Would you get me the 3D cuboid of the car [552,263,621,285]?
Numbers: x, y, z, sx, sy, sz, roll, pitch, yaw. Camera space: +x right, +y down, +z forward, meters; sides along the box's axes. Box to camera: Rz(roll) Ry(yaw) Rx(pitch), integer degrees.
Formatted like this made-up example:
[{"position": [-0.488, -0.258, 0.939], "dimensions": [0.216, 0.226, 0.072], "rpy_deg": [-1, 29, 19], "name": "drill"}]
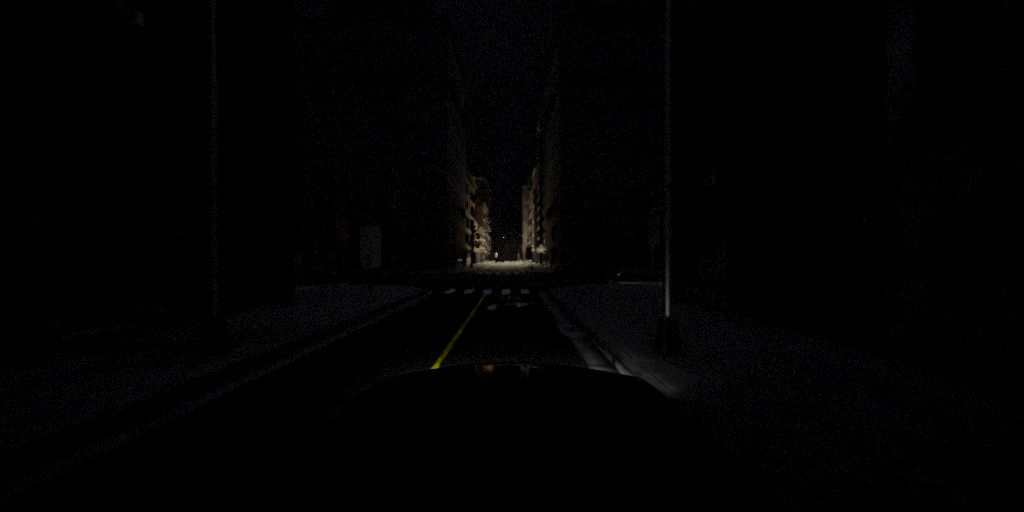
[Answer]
[{"position": [5.296, 1.226, 25.616], "dimensions": [4.892, 1.490, 1.837], "rpy_deg": [0, 0, 0], "name": "car"}]
